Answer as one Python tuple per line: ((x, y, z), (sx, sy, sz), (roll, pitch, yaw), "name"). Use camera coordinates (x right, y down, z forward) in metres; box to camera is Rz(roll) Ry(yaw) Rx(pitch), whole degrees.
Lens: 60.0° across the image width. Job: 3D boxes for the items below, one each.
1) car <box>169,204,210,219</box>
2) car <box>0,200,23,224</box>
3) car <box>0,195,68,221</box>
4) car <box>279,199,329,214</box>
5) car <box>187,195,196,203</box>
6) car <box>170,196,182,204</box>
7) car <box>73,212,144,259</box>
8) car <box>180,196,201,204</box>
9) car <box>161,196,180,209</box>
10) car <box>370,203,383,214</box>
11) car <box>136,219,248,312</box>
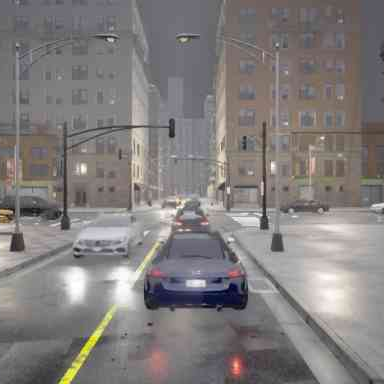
((-0.085, 1.525, 16.551), (1.812, 1.442, 4.674), (0, 0, -1), "car")
((-14.954, 1.528, 23.207), (5.008, 1.535, 1.882), (0, 0, 0), "car")
((-12.942, 1.265, 26.553), (5.566, 2.045, 2.150), (0, 0, -3), "car")
((11.161, 1.450, 33.318), (4.892, 1.490, 1.837), (0, 0, 0), "car")
((-0.047, 1.522, 70.953), (1.882, 1.535, 5.008), (0, 0, 0), "car")
((-3.074, 1.586, 65.778), (2.033, 1.411, 5.357), (0, 0, 1), "car")
((-2.977, 1.526, 12.737), (1.812, 1.442, 4.674), (0, 0, 0), "car")
((0.051, 1.504, 41.317), (2.128, 1.511, 4.902), (0, 0, 2), "car")
((-3.072, 1.617, 44.848), (1.895, 1.301, 4.718), (0, 0, 0), "car")
((20.442, 1.439, 33.372), (4.674, 1.442, 1.812), (0, 0, 0), "car")
((0.084, 1.564, 7.807), (1.994, 1.385, 4.181), (0, 0, 0), "car")
